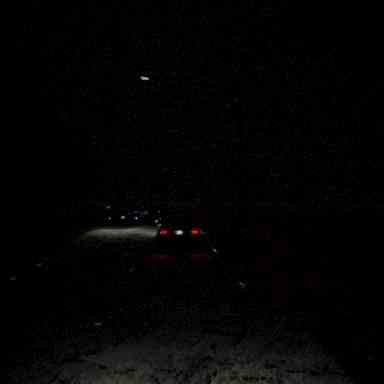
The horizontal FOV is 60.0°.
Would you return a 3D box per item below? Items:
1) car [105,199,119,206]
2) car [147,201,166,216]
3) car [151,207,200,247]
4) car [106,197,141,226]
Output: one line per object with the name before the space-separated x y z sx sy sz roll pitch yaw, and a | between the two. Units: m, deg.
car | -15.918 2.056 65.755 2.033 1.411 5.357 0 -1 -21
car | -3.773 1.756 35.786 2.128 1.511 4.902 0 0 -11
car | -0.735 1.662 15.609 2.033 1.411 5.357 0 0 -5
car | -5.198 1.416 25.754 2.150 2.045 5.566 0 0 -9
